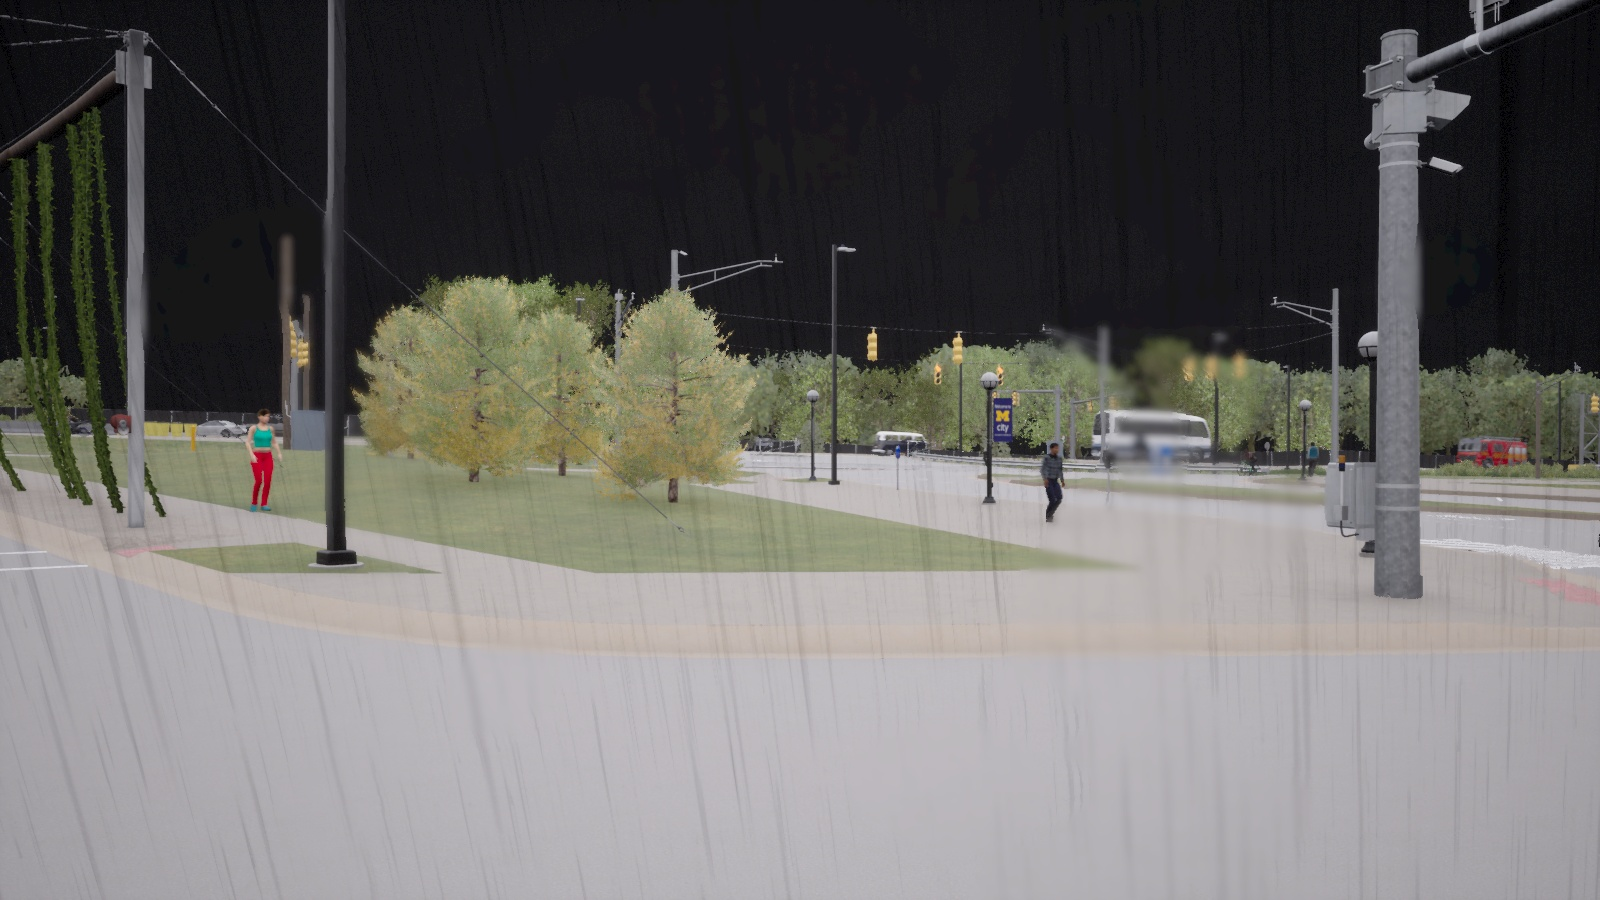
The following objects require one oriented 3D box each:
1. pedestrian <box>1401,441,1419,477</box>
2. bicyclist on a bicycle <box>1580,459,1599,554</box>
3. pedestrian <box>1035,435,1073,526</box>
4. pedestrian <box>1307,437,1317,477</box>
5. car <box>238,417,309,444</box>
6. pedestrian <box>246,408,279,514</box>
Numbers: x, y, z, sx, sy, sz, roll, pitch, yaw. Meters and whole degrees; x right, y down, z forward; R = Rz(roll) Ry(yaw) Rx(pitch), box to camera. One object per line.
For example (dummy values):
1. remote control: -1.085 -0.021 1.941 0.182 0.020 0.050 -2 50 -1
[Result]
1. pedestrian: 31.172 0.450 64.177 0.726 1.842 0.402 0 0 -19
2. bicyclist on a bicycle: 14.280 0.985 21.315 0.866 1.612 1.509 0 1 -25
3. pedestrian: 5.542 0.651 27.413 0.423 1.949 0.788 0 0 -24
4. pedestrian: 25.087 0.341 61.526 0.396 1.930 0.692 0 0 17
5. car: -38.327 -1.423 91.539 4.605 1.855 1.932 1 0 -18
6. pedestrian: -9.480 0.194 22.155 0.345 1.836 0.594 0 0 -43
